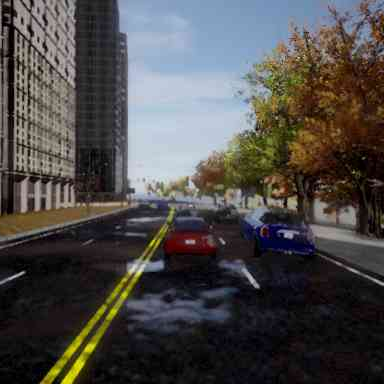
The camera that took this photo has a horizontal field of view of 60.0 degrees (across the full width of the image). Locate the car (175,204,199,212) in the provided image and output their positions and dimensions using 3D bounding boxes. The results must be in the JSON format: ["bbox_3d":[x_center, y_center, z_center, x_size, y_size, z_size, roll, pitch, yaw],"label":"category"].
[{"bbox_3d":[-0.399,1.791,28.579,2.128,1.511,4.902,0,0,-1],"label":"car"}]

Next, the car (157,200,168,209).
[{"bbox_3d":[-5.113,2.089,58.396,1.882,1.535,5.008,0,-1,-3],"label":"car"}]

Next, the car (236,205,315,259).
[{"bbox_3d":[3.251,1.333,13.318,2.097,1.767,4.553,6,4,0],"label":"car"}]

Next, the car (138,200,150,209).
[{"bbox_3d":[-8.397,2.166,59.099,2.033,1.411,5.357,0,-1,-3],"label":"car"}]

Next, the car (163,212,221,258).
[{"bbox_3d":[-0.067,1.705,13.458,1.994,1.385,4.181,0,0,0],"label":"car"}]

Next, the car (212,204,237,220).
[{"bbox_3d":[2.837,1.751,28.681,2.128,1.511,4.902,-2,-2,-2],"label":"car"}]
